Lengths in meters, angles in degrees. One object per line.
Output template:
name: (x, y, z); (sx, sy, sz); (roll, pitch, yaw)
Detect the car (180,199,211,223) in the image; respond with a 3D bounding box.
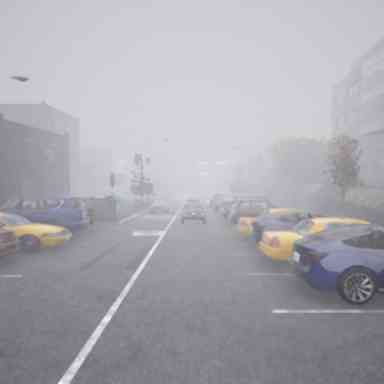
car: (0.101, 1.499, 24.939); (2.033, 1.411, 5.357); (0, 0, 0)

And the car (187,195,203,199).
car: (0.089, 1.419, 43.740); (1.837, 1.490, 4.892); (0, 0, 0)

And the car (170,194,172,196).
car: (-7.688, 1.332, 76.311); (4.892, 1.521, 2.231); (0, 0, 0)

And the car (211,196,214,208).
car: (4.644, 1.416, 32.739); (5.008, 1.535, 2.097); (0, 0, 0)

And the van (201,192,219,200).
van: (4.532, 1.081, 85.690); (4.442, 1.987, 1.878); (0, 1, 0)

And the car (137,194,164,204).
car: (-7.650, 1.234, 61.620); (4.553, 1.767, 2.185); (0, 0, 0)

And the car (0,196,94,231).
car: (-7.709, 1.199, 15.575); (5.566, 2.045, 2.435); (0, 0, 0)

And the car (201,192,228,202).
car: (4.620, 1.094, 68.931); (5.566, 2.045, 2.435); (0, 0, 0)

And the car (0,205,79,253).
car: (-7.495, 1.452, 12.910); (5.366, 1.575, 1.946); (0, 0, 0)

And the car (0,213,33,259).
car: (-7.678, 1.501, 9.993); (4.674, 1.452, 2.002); (0, 0, 0)

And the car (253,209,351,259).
car: (4.835, 1.458, 10.265); (5.366, 1.575, 1.946); (0, 0, 0)

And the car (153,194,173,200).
car: (-7.687, 1.280, 88.085); (5.008, 1.535, 2.097); (0, 1, 0)

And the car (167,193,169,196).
car: (-7.678, 1.388, 67.621); (4.674, 1.452, 2.002); (0, 0, 0)

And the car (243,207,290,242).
car: (4.678, 1.485, 13.060); (4.792, 1.488, 2.163); (0, 0, 0)

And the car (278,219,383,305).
car: (4.679, 1.496, 7.472); (4.792, 1.488, 2.163); (0, 0, 0)

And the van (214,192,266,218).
van: (4.533, 1.197, 29.820); (4.442, 1.987, 1.878); (0, 0, 0)

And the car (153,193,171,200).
car: (-7.651, 1.183, 85.255); (4.553, 1.767, 2.185); (0, 0, 0)

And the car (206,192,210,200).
car: (4.618, 1.264, 46.582); (4.553, 1.767, 2.185); (0, 0, 0)

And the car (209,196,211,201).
car: (4.647, 1.446, 38.202); (4.674, 1.452, 2.002); (0, 0, 0)

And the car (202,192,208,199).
car: (4.677, 1.133, 49.377); (5.566, 2.045, 2.435); (0, 0, 0)

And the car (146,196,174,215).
car: (-3.083, 1.462, 32.991); (1.812, 1.442, 4.674); (0, 0, 0)

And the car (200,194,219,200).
car: (4.642, 1.275, 88.500); (4.892, 1.521, 2.231); (0, 1, 0)

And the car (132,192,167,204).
car: (-7.709, 1.114, 58.806); (5.566, 2.045, 2.435); (0, 0, 0)

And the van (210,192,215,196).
van: (4.766, 1.175, 40.995); (4.442, 1.987, 1.878); (0, 0, 0)

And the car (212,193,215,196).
car: (4.680, 1.286, 35.409); (4.553, 1.767, 2.185); (0, 0, 0)

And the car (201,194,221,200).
car: (4.655, 1.319, 82.897); (4.892, 1.521, 2.231); (0, 0, 0)

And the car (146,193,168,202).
car: (-7.713, 1.211, 73.498); (4.553, 1.767, 2.185); (0, 0, 0)

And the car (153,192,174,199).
car: (-7.653, 0.976, 91.026); (5.566, 2.045, 2.435); (0, 1, 0)

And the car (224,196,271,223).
car: (4.617, 1.313, 21.441); (4.553, 1.767, 2.185); (0, 0, 0)

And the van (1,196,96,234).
van: (-7.797, 1.219, 18.366); (4.442, 1.987, 1.878); (0, 0, 0)

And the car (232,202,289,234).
car: (4.835, 1.447, 15.853); (5.366, 1.575, 1.946); (0, 0, 0)
